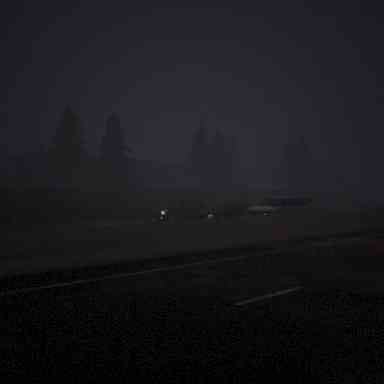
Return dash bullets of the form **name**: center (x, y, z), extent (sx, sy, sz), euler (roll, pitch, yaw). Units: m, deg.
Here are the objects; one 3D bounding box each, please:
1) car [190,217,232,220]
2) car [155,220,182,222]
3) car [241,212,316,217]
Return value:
- **car**: center (2.534, 1.488, 22.999), extent (5.008, 1.535, 1.882), euler (0, 0, -36)
- **car**: center (-0.872, 1.361, 24.870), extent (4.553, 1.767, 2.097), euler (0, 0, -36)
- **car**: center (5.589, 1.233, 20.877), extent (5.566, 2.045, 2.150), euler (0, 0, -36)
